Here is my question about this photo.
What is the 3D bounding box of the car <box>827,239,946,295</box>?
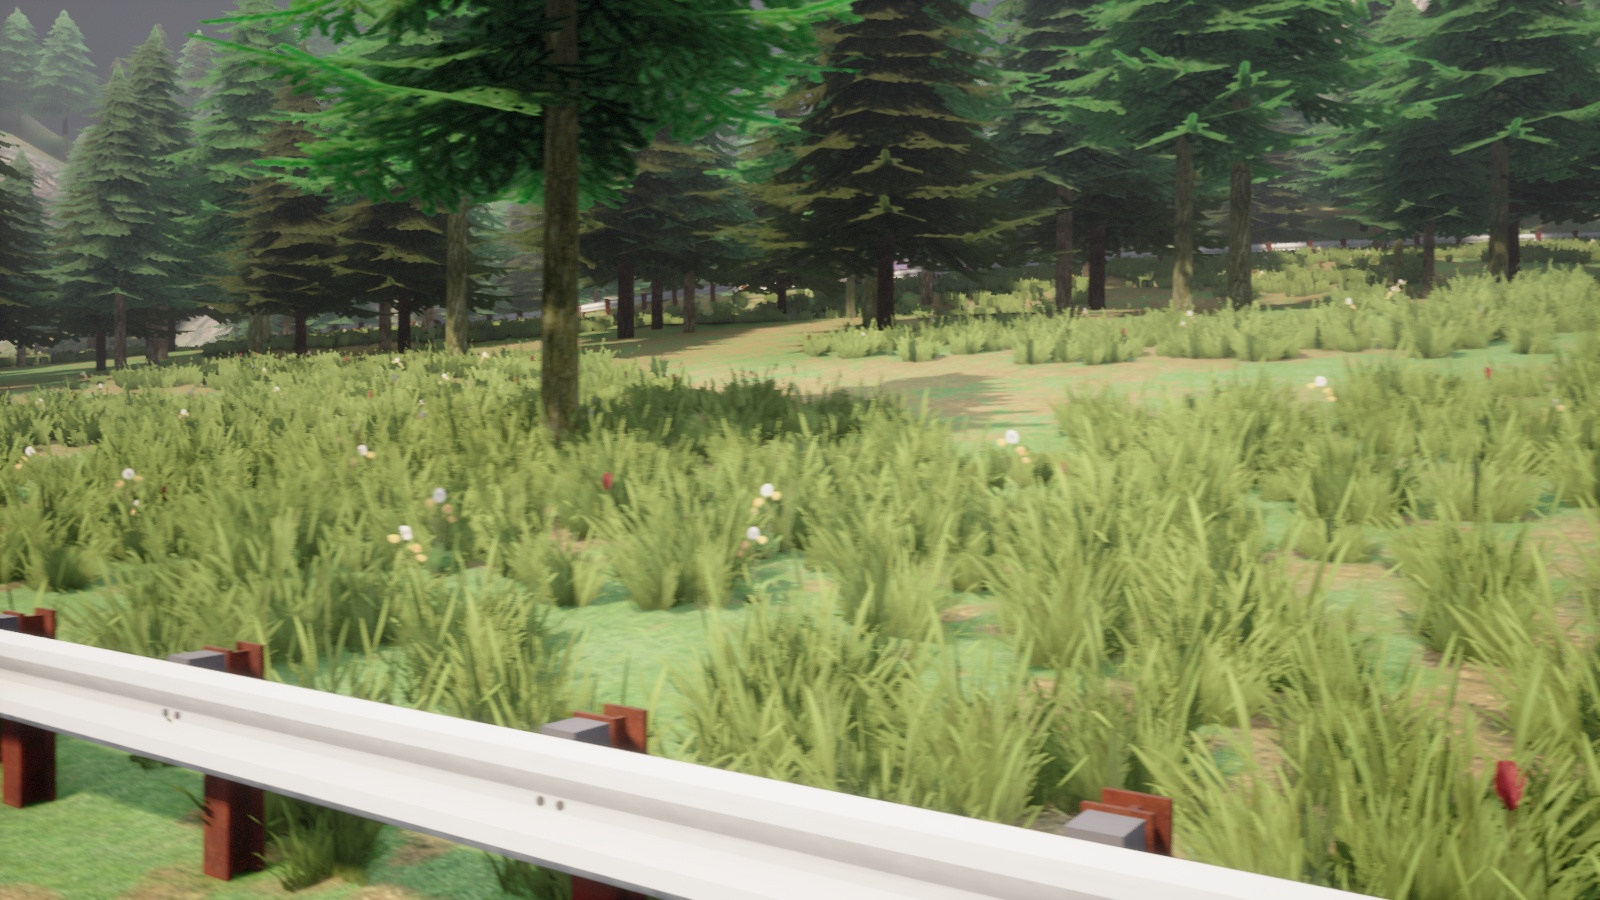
[{"bbox_3d":[3.764,-7.861,54.040,4.856,1.649,2.033,-5,0,8],"label":"car"}]
